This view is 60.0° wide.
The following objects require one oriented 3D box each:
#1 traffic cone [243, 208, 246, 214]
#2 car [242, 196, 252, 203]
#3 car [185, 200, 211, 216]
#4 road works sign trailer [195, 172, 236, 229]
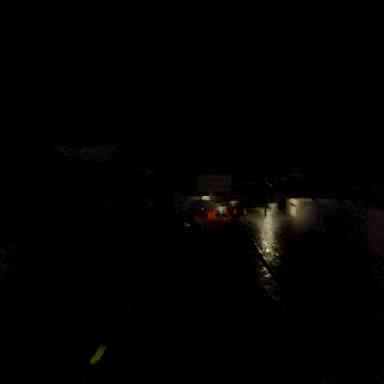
[{"bbox_3d":[5.463,1.980,34.521,0.340,0.580,0.340,0,0,10],"label":"traffic cone"},{"bbox_3d":[12.045,1.561,73.046,1.882,1.535,5.008,0,0,15],"label":"car"},{"bbox_3d":[0.657,1.505,33.000,1.882,1.535,5.008,0,0,12],"label":"car"},{"bbox_3d":[1.503,0.471,22.006,2.380,3.560,2.880,0,0,10],"label":"road works sign trailer"}]
